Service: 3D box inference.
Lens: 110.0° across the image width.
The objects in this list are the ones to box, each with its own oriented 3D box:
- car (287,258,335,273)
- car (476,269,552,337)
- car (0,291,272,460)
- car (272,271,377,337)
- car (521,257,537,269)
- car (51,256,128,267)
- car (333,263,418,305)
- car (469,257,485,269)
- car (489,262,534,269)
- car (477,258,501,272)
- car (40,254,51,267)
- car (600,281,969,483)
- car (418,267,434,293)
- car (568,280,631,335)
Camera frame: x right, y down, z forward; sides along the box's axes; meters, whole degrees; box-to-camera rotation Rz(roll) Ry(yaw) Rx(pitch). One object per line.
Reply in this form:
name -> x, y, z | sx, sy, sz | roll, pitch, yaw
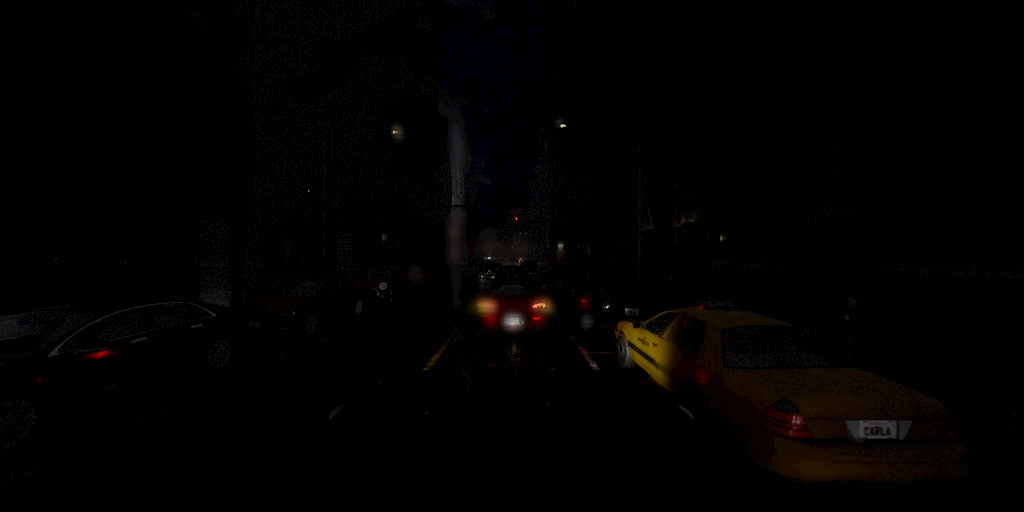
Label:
car -> -17.922, 0.920, 32.650 | 4.902, 1.511, 2.128 | 1, 0, 0
car -> 0.061, 1.276, 10.135 | 1.812, 1.442, 4.674 | 0, 0, 0
car -> -5.764, 1.300, 4.833 | 2.007, 1.370, 4.403 | 0, 0, 0
car -> -5.771, 1.295, 10.290 | 1.888, 1.381, 4.507 | 0, 0, 0
car -> 2.708, 1.202, 53.183 | 1.967, 1.591, 4.097 | 0, 0, 0
car -> -38.071, 0.643, 32.598 | 4.718, 1.301, 1.895 | 1, 0, 0
car -> -5.776, 1.190, 15.747 | 1.967, 1.591, 4.097 | 0, 0, 0
car -> -5.823, 1.079, 58.612 | 2.192, 1.841, 5.009 | 0, 0, 0
car -> 0.001, 1.256, 19.002 | 1.837, 1.490, 4.892 | 0, 0, 0
car -> -2.772, 1.296, 42.253 | 2.033, 1.411, 5.357 | 1, 0, -6
car -> -48.225, 0.416, 35.712 | 4.181, 1.385, 1.994 | 1, 0, 0
car -> 2.760, 1.275, 5.015 | 1.751, 1.417, 4.829 | 0, 0, 0
car -> -5.782, 1.277, 21.034 | 1.751, 1.417, 4.829 | 0, 0, 0
car -> 2.755, 1.316, 10.302 | 1.948, 1.339, 4.313 | 0, 0, 0
